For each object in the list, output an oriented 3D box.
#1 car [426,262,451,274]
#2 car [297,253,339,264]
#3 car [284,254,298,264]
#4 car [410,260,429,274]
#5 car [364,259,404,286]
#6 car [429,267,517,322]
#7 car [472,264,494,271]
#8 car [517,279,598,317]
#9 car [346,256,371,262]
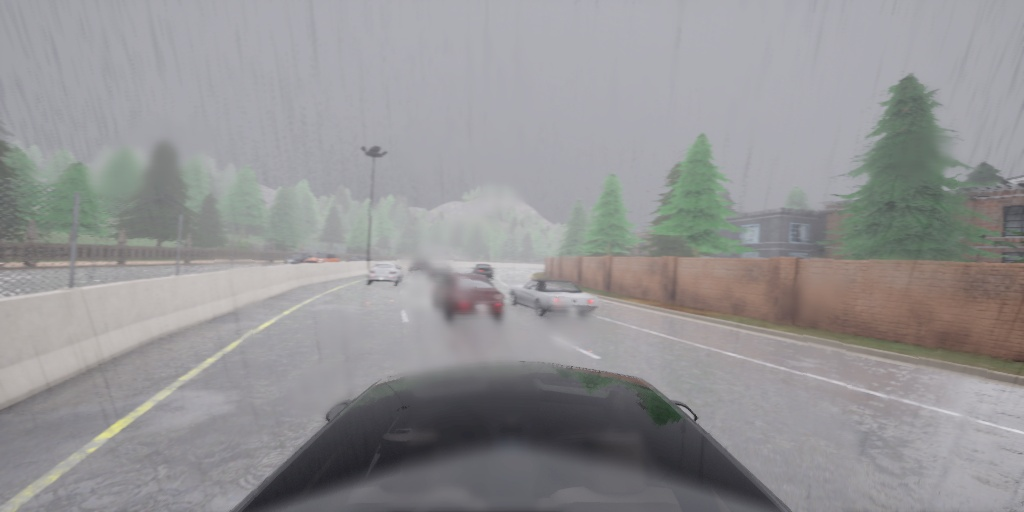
[{"bbox_3d":[-5.803,1.377,29.853,1.895,1.301,4.718,3,-1,-8],"label":"car"},{"bbox_3d":[-20.720,0.467,39.069,2.097,1.767,4.553,3,-1,-2],"label":"car"},{"bbox_3d":[-24.320,0.455,41.723,2.128,1.511,4.902,3,-1,-1],"label":"car"},{"bbox_3d":[-10.064,1.185,40.311,1.837,1.490,4.892,3,0,-2],"label":"car"},{"bbox_3d":[-8.194,1.106,23.482,1.812,1.442,4.674,3,-1,-12],"label":"car"},{"bbox_3d":[-1.601,1.317,12.456,1.812,1.442,4.674,3,-1,-19],"label":"car"},{"bbox_3d":[-2.702,1.484,33.580,1.837,1.490,4.892,3,-1,-6],"label":"car"},{"bbox_3d":[1.397,1.568,14.332,1.895,1.301,4.718,3,-1,-19],"label":"car"},{"bbox_3d":[-17.303,0.806,40.914,2.128,1.511,4.902,3,-1,-1],"label":"car"}]
